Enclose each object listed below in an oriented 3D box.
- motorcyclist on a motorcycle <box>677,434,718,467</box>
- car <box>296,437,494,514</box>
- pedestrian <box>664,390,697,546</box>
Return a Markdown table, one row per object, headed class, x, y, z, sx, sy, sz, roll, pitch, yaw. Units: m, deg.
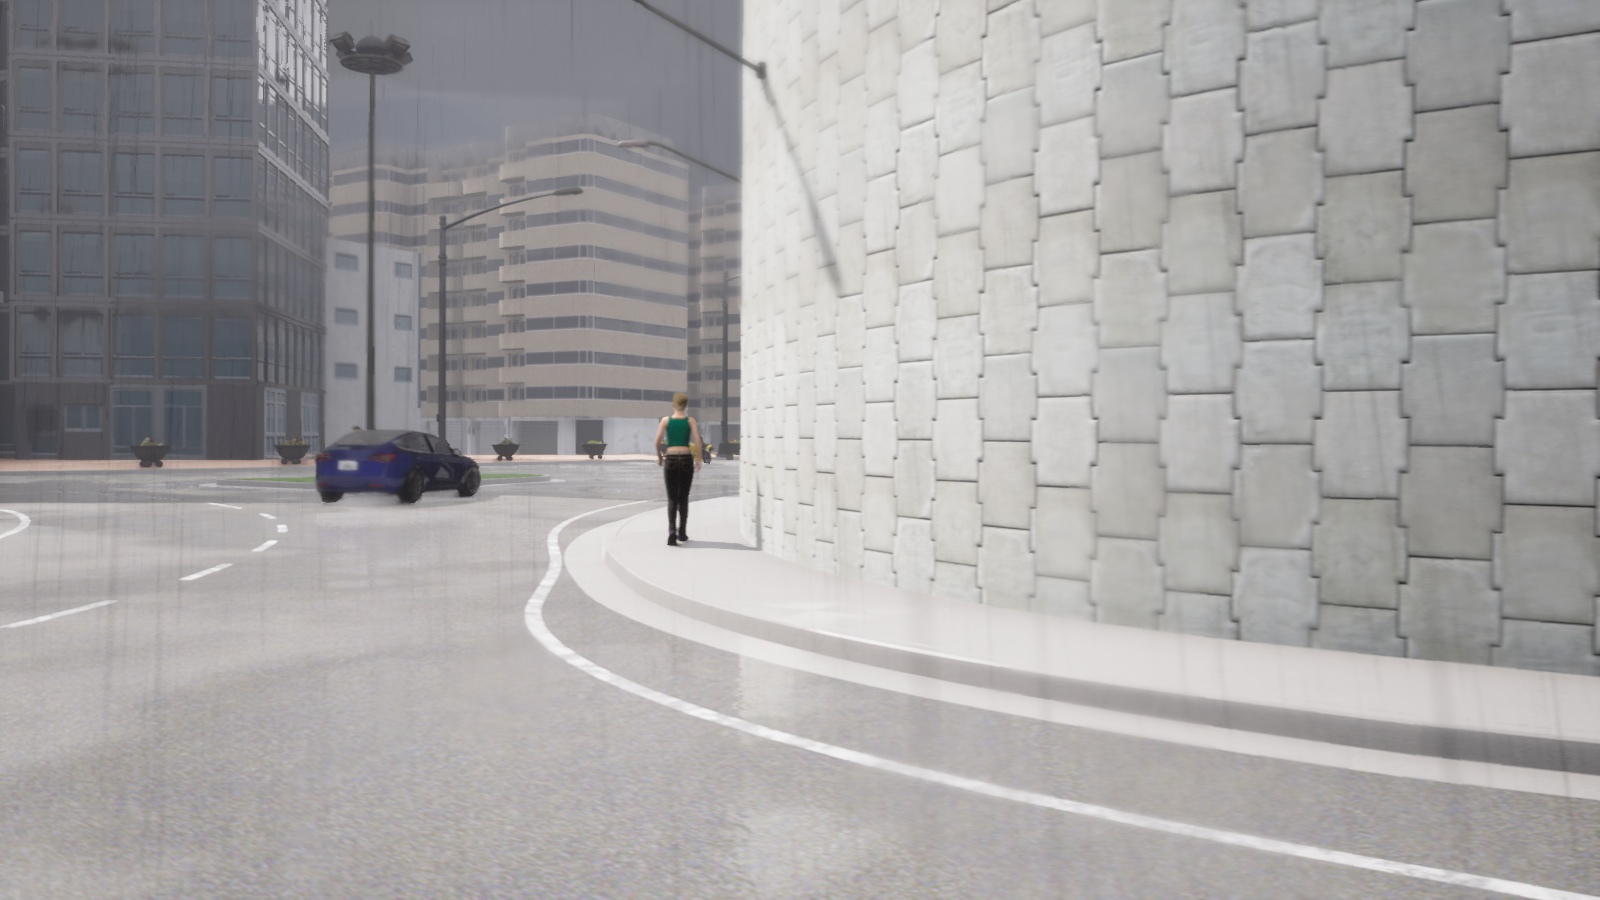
| class | x | y | z | sx | sy | sz | roll | pitch | yaw |
| --- | --- | --- | --- | --- | --- | --- | --- | --- | --- |
| motorcyclist on a motorcycle | -4.776 | 0.015 | 58.600 | 0.797 | 1.523 | 2.044 | 0 | 1 | 32 |
| car | -8.527 | 0.475 | 26.985 | 2.163 | 1.488 | 4.792 | -1 | 1 | 8 |
| pedestrian | -1.438 | 0.209 | 15.079 | 0.345 | 1.836 | 0.594 | -1 | 1 | -8 |
